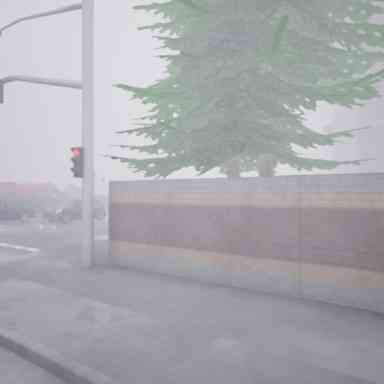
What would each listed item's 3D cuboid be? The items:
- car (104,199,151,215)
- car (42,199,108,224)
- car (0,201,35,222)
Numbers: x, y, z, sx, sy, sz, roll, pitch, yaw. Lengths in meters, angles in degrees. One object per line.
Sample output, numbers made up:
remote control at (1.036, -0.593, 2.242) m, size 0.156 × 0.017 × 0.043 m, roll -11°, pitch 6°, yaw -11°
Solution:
car at (-6.467, 1.485, 33.843) m, size 1.812 × 1.442 × 4.674 m, roll 0°, pitch 0°, yaw 35°
car at (-8.664, 1.310, 24.638) m, size 2.097 × 1.767 × 4.553 m, roll 0°, pitch 0°, yaw 35°
car at (-13.742, 1.437, 23.505) m, size 1.882 × 1.535 × 5.008 m, roll 0°, pitch 0°, yaw 35°
